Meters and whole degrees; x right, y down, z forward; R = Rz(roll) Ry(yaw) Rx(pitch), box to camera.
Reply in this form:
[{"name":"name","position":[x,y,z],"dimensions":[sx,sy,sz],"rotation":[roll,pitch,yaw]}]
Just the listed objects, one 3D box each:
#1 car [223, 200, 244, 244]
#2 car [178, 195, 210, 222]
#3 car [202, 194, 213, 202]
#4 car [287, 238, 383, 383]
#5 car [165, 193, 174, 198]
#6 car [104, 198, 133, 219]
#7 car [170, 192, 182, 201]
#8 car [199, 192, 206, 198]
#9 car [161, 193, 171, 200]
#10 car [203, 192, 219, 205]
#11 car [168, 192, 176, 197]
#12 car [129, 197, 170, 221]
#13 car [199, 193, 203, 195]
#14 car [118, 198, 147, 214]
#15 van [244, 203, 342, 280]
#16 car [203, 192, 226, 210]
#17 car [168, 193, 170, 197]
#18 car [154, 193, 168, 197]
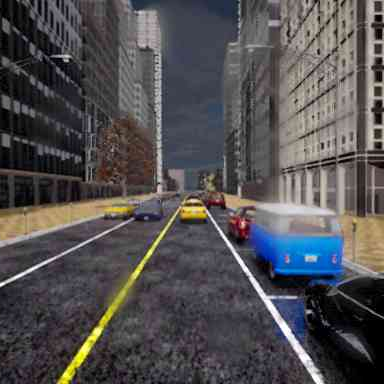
[{"name":"car","position":[2.708,1.322,15.090],"dimensions":[1.967,1.590,4.097],"rotation":[0,0,0]},{"name":"car","position":[0.124,1.263,24.365],"dimensions":[1.801,1.575,5.366],"rotation":[0,0,0]},{"name":"car","position":[2.753,1.024,60.796],"dimensions":[1.752,1.417,4.829],"rotation":[0,1,0]},{"name":"car","position":[2.696,1.537,3.706],"dimensions":[1.947,1.339,4.313],"rotation":[0,0,0]},{"name":"car","position":[-5.605,0.846,83.415],"dimensions":[2.008,1.369,4.403],"rotation":[0,1,0]},{"name":"car","position":[-5.662,1.317,26.323],"dimensions":[1.752,1.417,4.829],"rotation":[0,0,0]},{"name":"car","position":[-2.946,0.956,66.038],"dimensions":[1.837,1.490,4.892],"rotation":[0,1,0]},{"name":"car","position":[2.781,0.809,89.086],"dimensions":[1.947,1.339,4.313],"rotation":[0,1,0]},{"name":"car","position":[-5.616,0.981,72.030],"dimensions":[1.802,1.307,4.206],"rotation":[0,1,0]},{"name":"car","position":[2.743,0.914,49.241],"dimensions":[2.192,1.841,5.009],"rotation":[0,0,0]},{"name":"car","position":[-5.594,0.736,94.799],"dimensions":[1.887,1.381,4.507],"rotation":[0,1,0]},{"name":"car","position":[-3.077,1.349,25.024],"dimensions":[2.033,1.411,5.357],"rotation":[0,0,0]},{"name":"car","position":[0.140,1.142,41.527],"dimensions":[1.882,1.535,5.008],"rotation":[0,0,0]},{"name":"car","position":[-5.656,1.294,32.187],"dimensions":[2.008,1.369,4.403],"rotation":[0,0,0]},{"name":"van","position":[2.702,1.268,9.398],"dimensions":[1.690,1.788,3.998],"rotation":[0,0,0]},{"name":"car","position":[2.731,1.010,37.857],"dimensions":[2.192,1.841,5.009],"rotation":[0,0,0]},{"name":"car","position":[-5.628,1.066,60.647],"dimensions":[1.947,1.339,4.313],"rotation":[0,0,0]},{"name":"car","position":[-5.633,1.101,54.955],"dimensions":[2.008,1.369,4.403],"rotation":[0,0,0]}]
